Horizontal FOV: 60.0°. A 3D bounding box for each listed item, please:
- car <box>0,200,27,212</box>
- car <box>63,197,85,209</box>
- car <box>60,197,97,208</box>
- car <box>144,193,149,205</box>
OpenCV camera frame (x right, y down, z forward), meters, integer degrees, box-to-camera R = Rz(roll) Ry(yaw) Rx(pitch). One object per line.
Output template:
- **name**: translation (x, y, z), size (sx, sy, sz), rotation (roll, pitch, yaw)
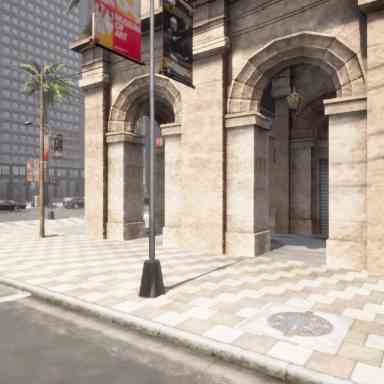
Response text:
- **car**: translation (-21.159, 1.601, 37.037), size (1.895, 1.301, 4.718), rotation (0, 0, 36)
- **car**: translation (-15.103, 1.505, 45.472), size (1.837, 1.490, 4.892), rotation (0, 0, 36)
- **car**: translation (-16.554, 1.513, 48.755), size (2.161, 1.482, 4.786), rotation (0, 0, 35)
- **car**: translation (-7.842, 1.223, 55.561), size (2.150, 2.045, 5.566), rotation (0, 0, 36)
